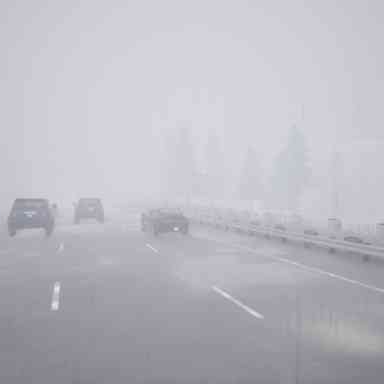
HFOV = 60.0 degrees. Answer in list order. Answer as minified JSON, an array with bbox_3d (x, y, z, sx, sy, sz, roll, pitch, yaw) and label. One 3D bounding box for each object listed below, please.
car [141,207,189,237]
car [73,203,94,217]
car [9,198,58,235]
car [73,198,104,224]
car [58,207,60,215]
[{"bbox_3d":[-1.661,1.624,19.047,1.837,1.490,4.892,0,-1,-20],"label":"car"},{"bbox_3d":[-12.522,1.974,38.127,2.033,1.411,5.357,0,-1,-20],"label":"car"},{"bbox_3d":[-9.519,1.387,20.082,2.150,2.045,5.566,0,-1,-20],"label":"car"},{"bbox_3d":[-8.651,1.488,27.758,2.150,2.045,5.566,0,-1,-21],"label":"car"},{"bbox_3d":[-15.902,1.977,37.177,2.033,1.411,5.357,0,-1,-20],"label":"car"}]
